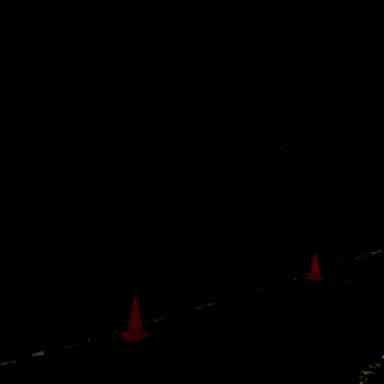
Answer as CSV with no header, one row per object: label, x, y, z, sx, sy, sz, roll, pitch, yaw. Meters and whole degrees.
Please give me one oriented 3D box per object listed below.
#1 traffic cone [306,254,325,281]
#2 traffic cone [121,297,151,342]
traffic cone,3.010,1.812,8.122,0.340,0.580,0.340,-2,1,-39
traffic cone,-0.869,1.913,5.115,0.340,0.580,0.340,-2,1,-37
